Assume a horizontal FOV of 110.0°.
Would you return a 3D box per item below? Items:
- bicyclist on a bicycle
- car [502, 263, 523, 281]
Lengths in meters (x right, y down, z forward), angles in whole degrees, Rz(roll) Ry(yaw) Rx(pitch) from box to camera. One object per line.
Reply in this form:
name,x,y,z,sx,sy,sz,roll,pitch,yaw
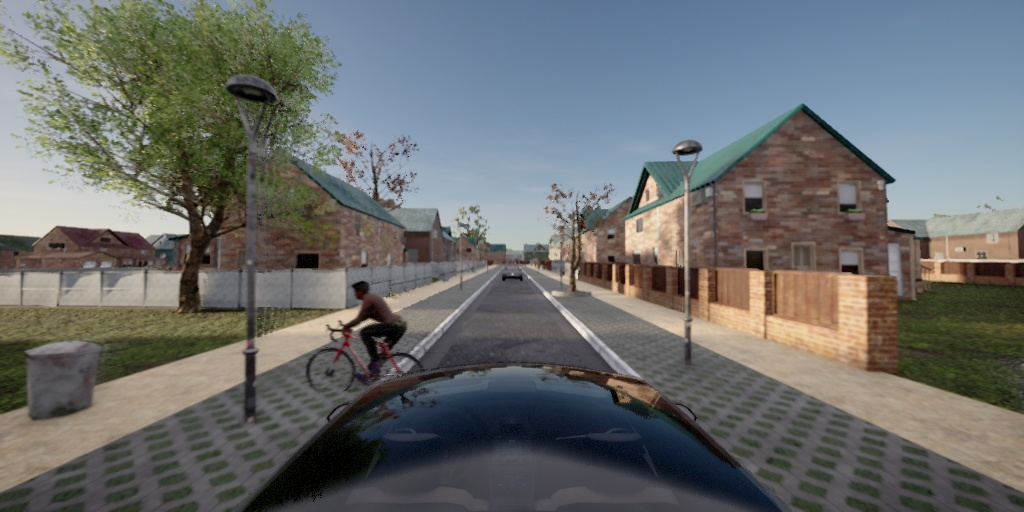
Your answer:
bicyclist on a bicycle,-1.985,1.178,4.954,1.656,1.620,0.582,4,-1,0
car,0.061,1.629,34.653,1.994,1.385,4.181,0,-1,0
